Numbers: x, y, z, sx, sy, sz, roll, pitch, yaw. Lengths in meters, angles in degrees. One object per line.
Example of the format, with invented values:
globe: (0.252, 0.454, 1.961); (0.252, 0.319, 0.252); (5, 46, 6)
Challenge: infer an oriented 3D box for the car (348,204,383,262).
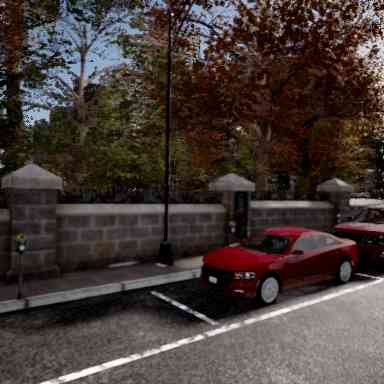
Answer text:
car: (6.770, 1.368, 11.365); (5.009, 1.841, 2.192); (0, 1, -35)

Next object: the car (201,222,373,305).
car: (2.270, 1.573, 8.161); (4.507, 1.381, 1.887); (0, 1, -35)
